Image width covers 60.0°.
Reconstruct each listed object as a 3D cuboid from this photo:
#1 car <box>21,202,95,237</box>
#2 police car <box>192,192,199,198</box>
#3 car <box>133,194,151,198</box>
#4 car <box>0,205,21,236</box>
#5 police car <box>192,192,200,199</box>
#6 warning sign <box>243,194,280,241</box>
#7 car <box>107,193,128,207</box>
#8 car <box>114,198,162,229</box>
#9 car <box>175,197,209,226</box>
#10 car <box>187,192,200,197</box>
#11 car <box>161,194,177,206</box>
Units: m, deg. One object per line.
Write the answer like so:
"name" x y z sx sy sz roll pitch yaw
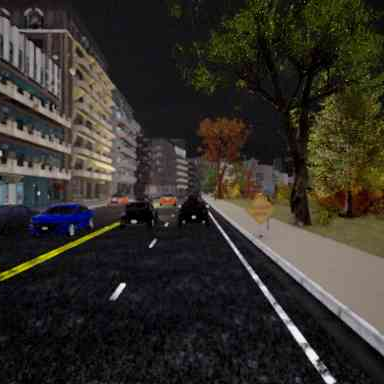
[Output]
"car" -6.599 1.340 17.394 1.882 1.535 5.008 0 0 0
"police car" 1.003 0.720 93.847 1.930 1.638 5.238 0 0 1
"car" -6.540 1.012 43.785 2.097 1.767 4.553 0 0 1
"car" -9.850 1.408 17.627 2.033 1.411 5.357 0 0 0
"police car" 0.982 0.791 83.904 1.930 1.638 5.238 0 0 0
"warning sign" 2.843 1.006 13.800 1.300 1.860 1.060 -1 0 0
"car" -9.788 1.010 44.069 2.097 1.767 4.553 0 0 1
"car" -3.147 1.344 20.463 1.837 1.490 4.892 0 0 0
"car" 0.101 1.305 21.949 1.882 1.535 5.008 0 0 0
"car" 0.036 1.146 46.672 1.837 1.490 4.892 0 1 0
"car" -3.224 0.995 46.025 2.097 1.767 4.553 0 0 0
